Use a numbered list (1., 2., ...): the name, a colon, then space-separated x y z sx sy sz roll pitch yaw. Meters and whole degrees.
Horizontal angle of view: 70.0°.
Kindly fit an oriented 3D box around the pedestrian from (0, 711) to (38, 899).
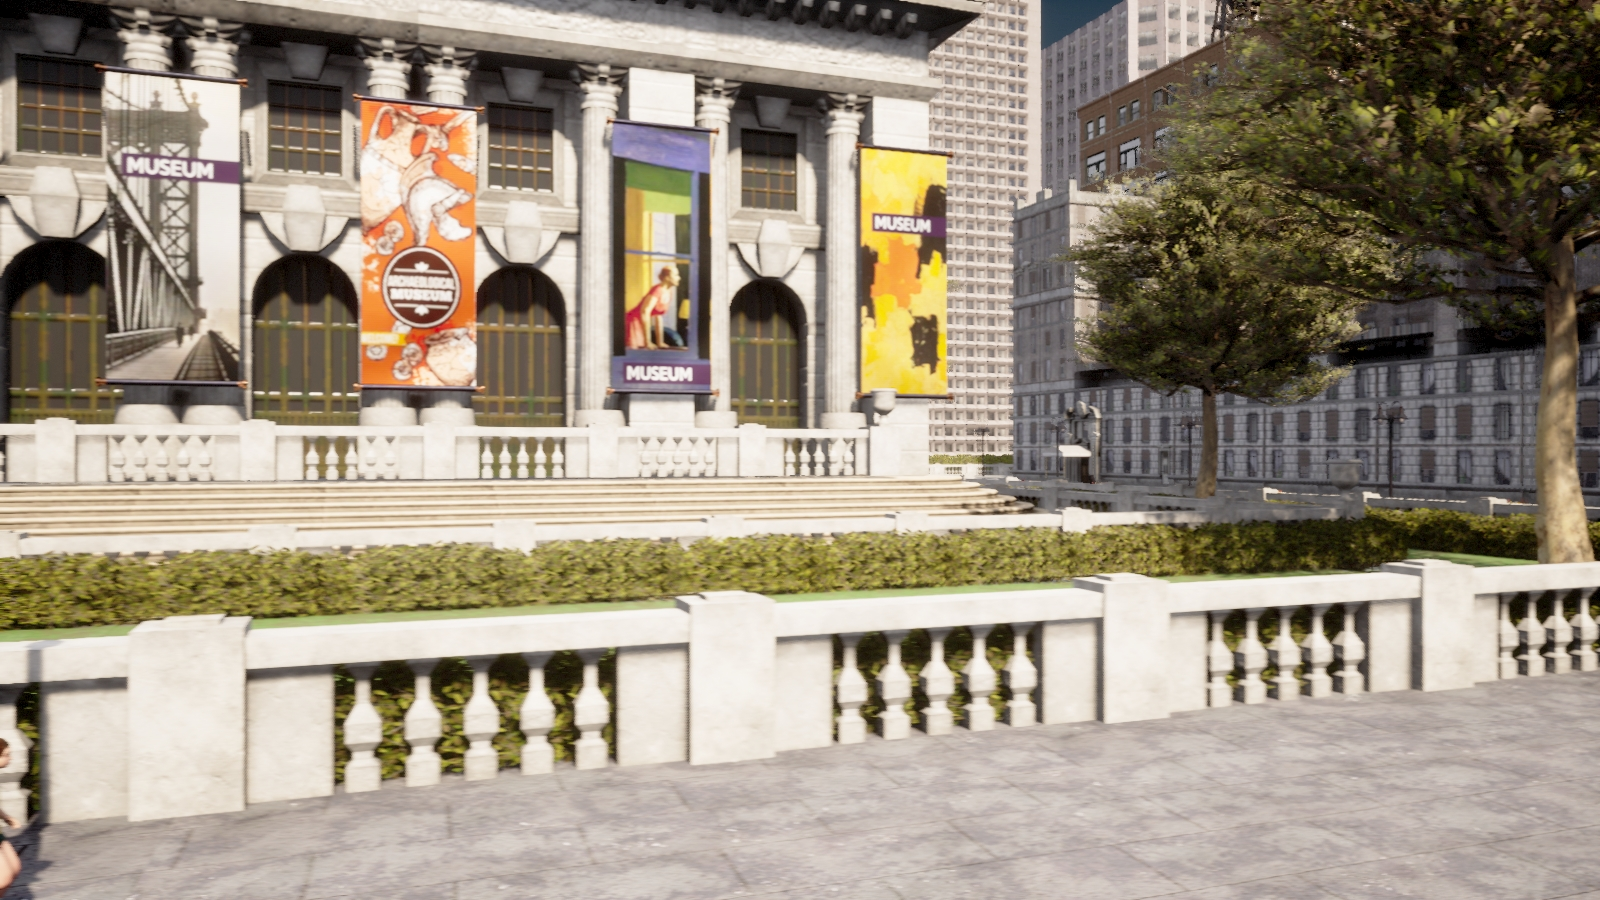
1. pedestrian: -4.572 2.077 6.342 0.500 1.100 0.500 0 0 -25
